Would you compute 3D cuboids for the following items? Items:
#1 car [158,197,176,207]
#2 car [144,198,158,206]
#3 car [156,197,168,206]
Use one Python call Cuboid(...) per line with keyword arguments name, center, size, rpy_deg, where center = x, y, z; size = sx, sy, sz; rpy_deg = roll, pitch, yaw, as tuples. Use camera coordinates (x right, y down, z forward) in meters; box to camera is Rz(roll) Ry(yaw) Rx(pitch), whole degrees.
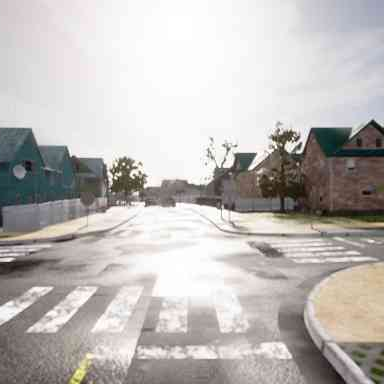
Cuboid(name="car", center=(-4.023, 1.627, 56.453), size=(2.097, 1.767, 4.553), rpy_deg=(0, -1, -10))
Cuboid(name="car", center=(-7.507, 1.820, 60.114), size=(1.837, 1.490, 4.892), rpy_deg=(0, -1, -10))
Cuboid(name="car", center=(-6.008, 1.869, 66.378), size=(1.882, 1.535, 5.008), rpy_deg=(0, -1, -13))
